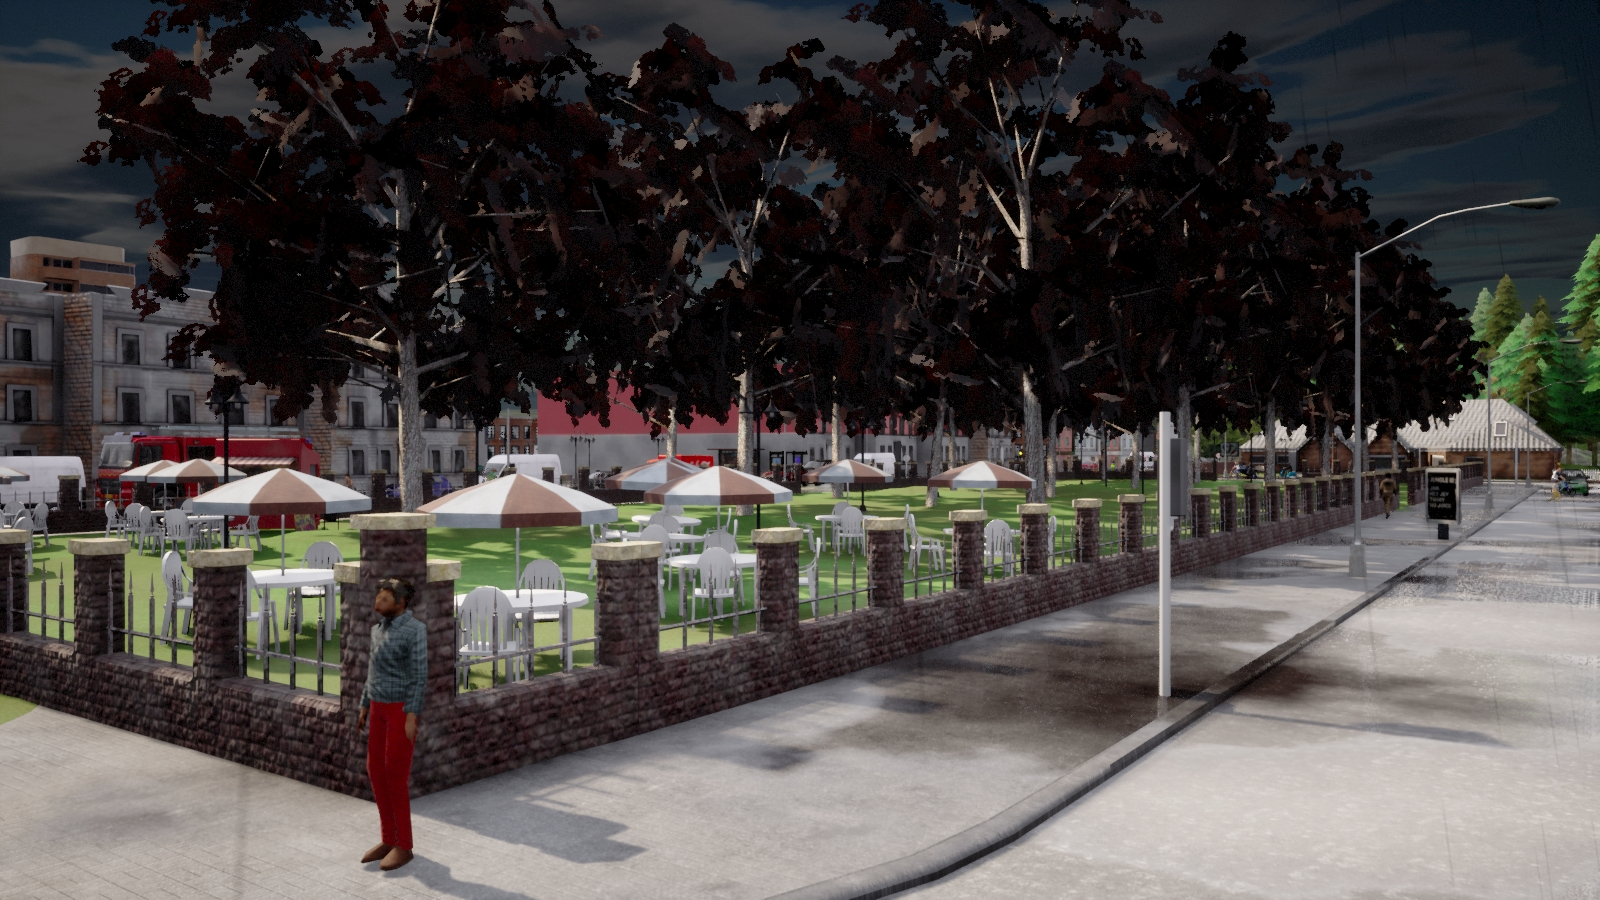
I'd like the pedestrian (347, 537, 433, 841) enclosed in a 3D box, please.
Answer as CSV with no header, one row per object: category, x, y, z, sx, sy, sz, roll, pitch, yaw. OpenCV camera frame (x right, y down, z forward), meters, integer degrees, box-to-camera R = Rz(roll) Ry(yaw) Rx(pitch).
pedestrian,-2.655,1.517,7.406,0.375,1.860,0.375,0,0,36

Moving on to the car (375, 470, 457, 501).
car,-20.045,1.818,59.739,1.845,1.501,3.633,0,0,35

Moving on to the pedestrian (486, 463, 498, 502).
pedestrian,-14.506,1.523,53.808,0.375,1.860,0.375,0,0,29

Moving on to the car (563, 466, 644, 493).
car,-12.166,1.814,71.050,2.097,1.535,5.006,0,0,35

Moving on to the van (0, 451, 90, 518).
van,-31.021,1.314,44.007,1.988,2.561,5.915,0,0,35

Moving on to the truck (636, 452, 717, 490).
truck,-8.233,1.348,76.671,2.627,2.467,5.204,0,0,35

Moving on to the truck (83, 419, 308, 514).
truck,-26.598,0.670,50.778,2.891,3.827,8.468,0,0,35

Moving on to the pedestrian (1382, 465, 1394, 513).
pedestrian,22.976,1.525,44.637,0.375,1.860,0.375,0,0,35

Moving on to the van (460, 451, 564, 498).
van,-16.329,1.314,65.083,1.988,2.561,5.915,0,0,35

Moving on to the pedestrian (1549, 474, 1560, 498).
pedestrian,40.115,1.908,60.744,0.375,1.300,0.375,0,0,-34
